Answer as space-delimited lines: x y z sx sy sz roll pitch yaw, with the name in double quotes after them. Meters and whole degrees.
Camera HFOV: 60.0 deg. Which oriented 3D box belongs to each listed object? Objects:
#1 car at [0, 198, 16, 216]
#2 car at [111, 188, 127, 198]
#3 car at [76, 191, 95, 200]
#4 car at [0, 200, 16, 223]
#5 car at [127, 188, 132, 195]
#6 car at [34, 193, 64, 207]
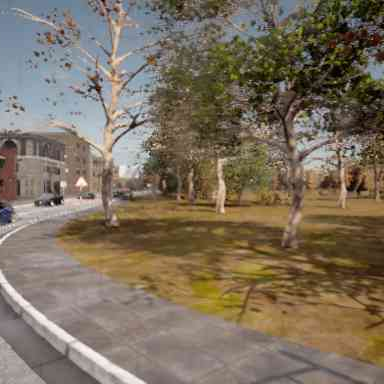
-16.360 1.257 26.324 2.033 1.411 5.357 0 1 -1 "car"
-13.753 0.309 60.284 2.128 1.511 4.902 0 2 -1 "car"
-16.912 0.583 52.876 1.994 1.385 4.181 0 1 -1 "car"
-12.403 1.356 20.233 1.812 1.442 4.674 0 1 -8 "car"
-13.956 -0.094 70.700 1.812 1.442 4.674 0 1 -1 "car"
-16.635 0.864 38.929 1.882 1.535 5.008 0 1 -1 "car"
